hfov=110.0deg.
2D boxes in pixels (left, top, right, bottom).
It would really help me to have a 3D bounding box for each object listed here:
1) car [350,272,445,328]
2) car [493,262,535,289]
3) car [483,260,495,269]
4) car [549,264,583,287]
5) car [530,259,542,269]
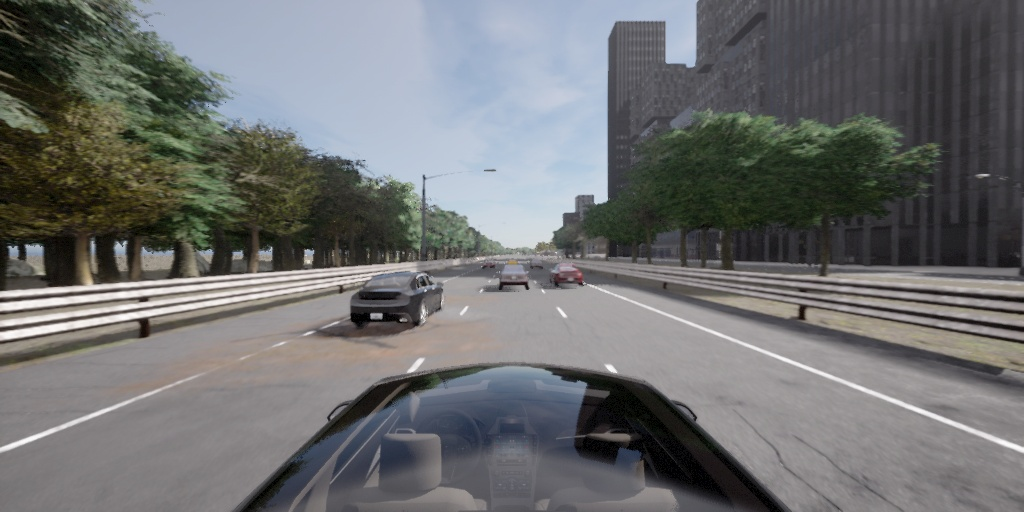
[{"bbox_3d":[-3.396,1.251,11.400,1.837,1.490,4.892,0,0,0],"label":"car"},{"bbox_3d":[0.114,1.282,22.899,2.033,1.411,5.357,0,0,0],"label":"car"},{"bbox_3d":[-3.372,1.263,55.219,1.895,1.301,4.718,0,0,0],"label":"car"},{"bbox_3d":[3.613,1.258,24.287,1.812,1.442,4.674,0,0,0],"label":"car"},{"bbox_3d":[3.626,1.210,54.880,2.033,1.411,5.357,0,0,0],"label":"car"}]
